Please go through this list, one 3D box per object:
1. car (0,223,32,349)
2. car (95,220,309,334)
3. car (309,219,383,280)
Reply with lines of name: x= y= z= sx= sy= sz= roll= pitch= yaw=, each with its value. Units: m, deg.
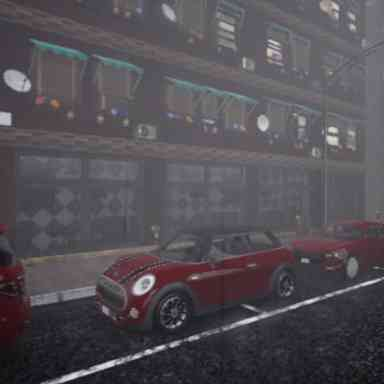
car: x=-4.396 y=1.315 z=3.421 sx=5.009 sy=1.841 sz=2.192 roll=0 pitch=0 yaw=-35
car: x=0.192 y=1.439 z=6.694 sx=4.097 sy=1.590 sz=1.967 roll=0 pitch=0 yaw=-35
car: x=4.782 y=1.541 z=9.966 sx=4.507 sy=1.381 sz=1.887 roll=0 pitch=0 yaw=-35
